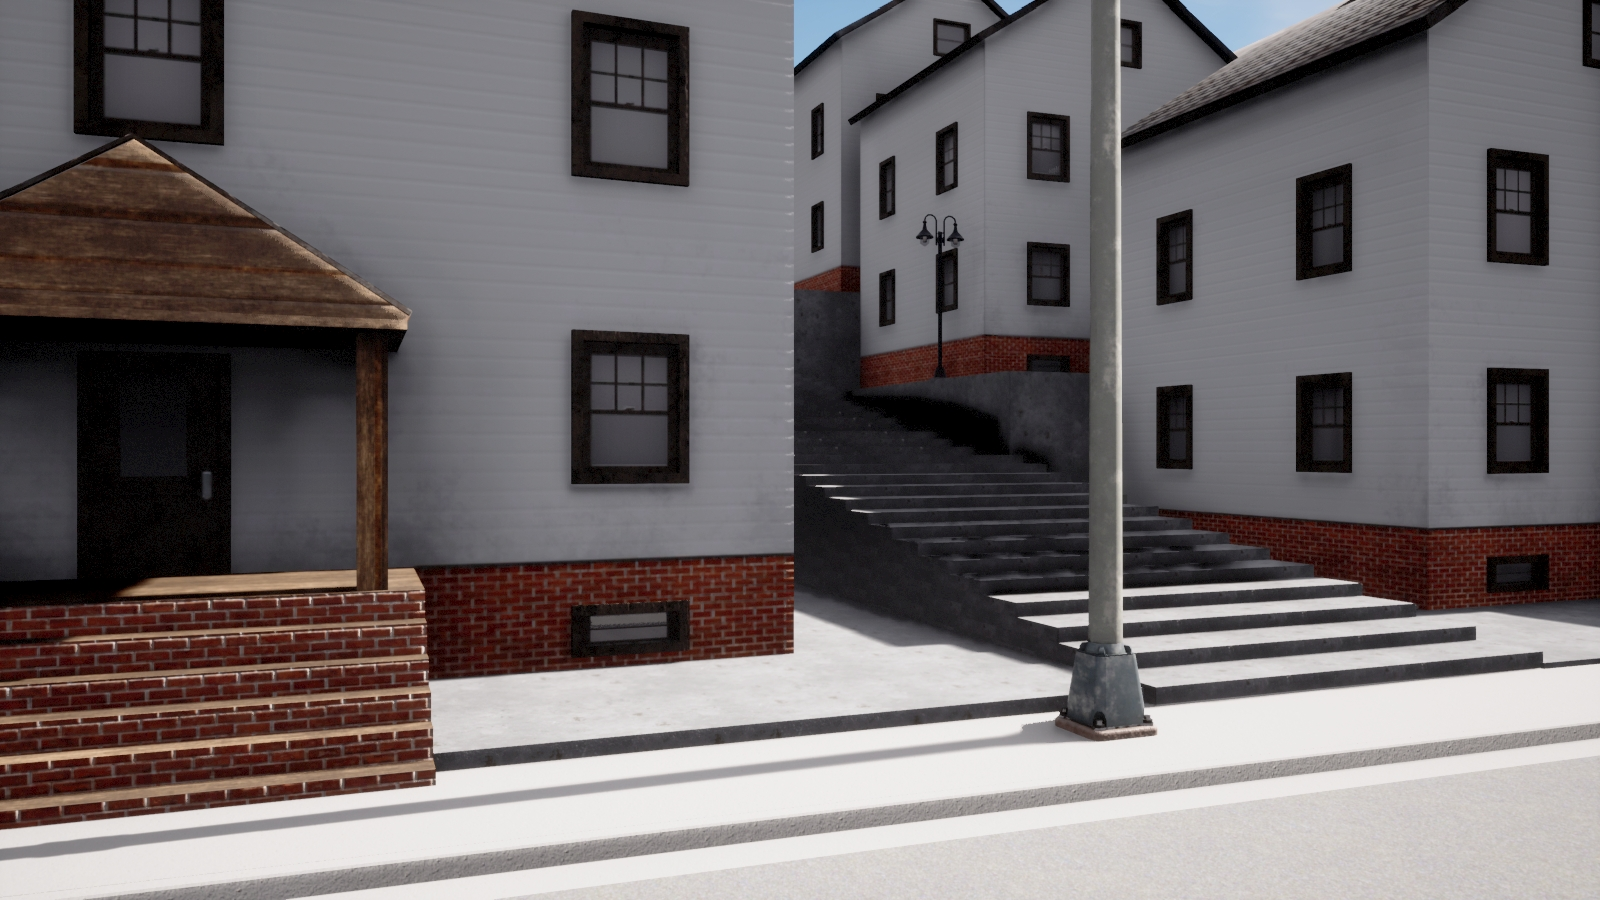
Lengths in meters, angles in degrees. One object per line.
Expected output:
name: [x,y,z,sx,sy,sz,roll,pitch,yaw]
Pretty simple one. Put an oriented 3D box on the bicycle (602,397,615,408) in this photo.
bicycle: [-23.760,-5.855,141.688,1.487,1.301,0.859,0,0,-17]
